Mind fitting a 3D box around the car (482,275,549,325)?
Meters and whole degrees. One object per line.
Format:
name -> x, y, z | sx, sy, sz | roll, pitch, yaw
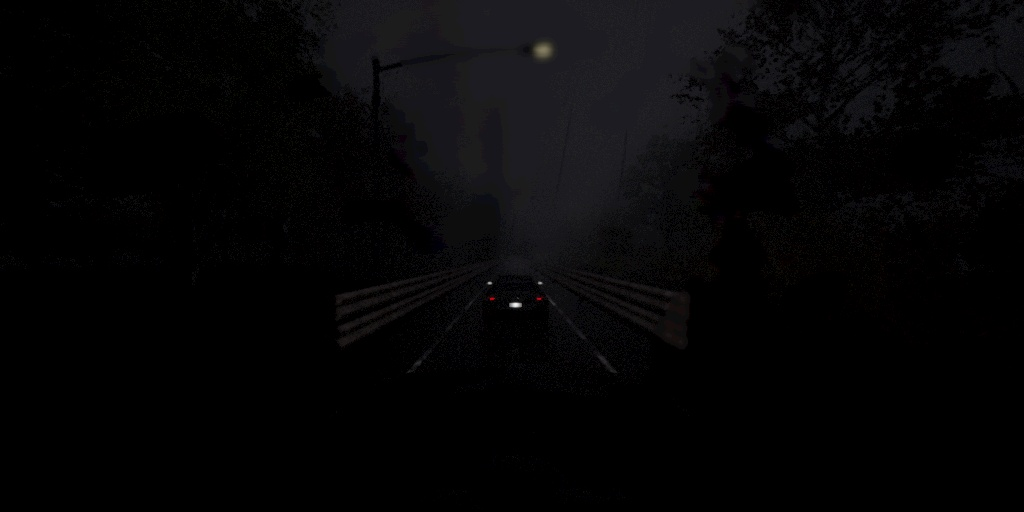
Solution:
car -> 0.101, 1.316, 11.854 | 1.994, 1.385, 4.181 | 0, 0, 0
